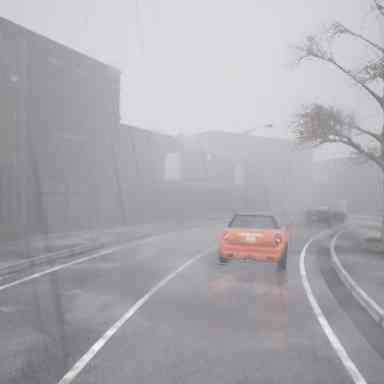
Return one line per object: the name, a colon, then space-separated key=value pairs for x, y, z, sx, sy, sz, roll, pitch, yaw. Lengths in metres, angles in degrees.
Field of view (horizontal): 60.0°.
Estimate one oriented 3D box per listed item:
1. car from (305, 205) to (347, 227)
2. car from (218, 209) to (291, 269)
car: x=10.450 y=1.760 z=25.830 sx=1.882 sy=1.535 sz=5.008 roll=1 pitch=0 yaw=41
car: x=2.413 y=1.444 z=11.931 sx=2.097 sy=1.767 sz=4.553 roll=1 pitch=0 yaw=18
